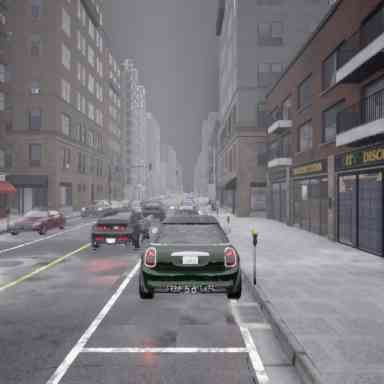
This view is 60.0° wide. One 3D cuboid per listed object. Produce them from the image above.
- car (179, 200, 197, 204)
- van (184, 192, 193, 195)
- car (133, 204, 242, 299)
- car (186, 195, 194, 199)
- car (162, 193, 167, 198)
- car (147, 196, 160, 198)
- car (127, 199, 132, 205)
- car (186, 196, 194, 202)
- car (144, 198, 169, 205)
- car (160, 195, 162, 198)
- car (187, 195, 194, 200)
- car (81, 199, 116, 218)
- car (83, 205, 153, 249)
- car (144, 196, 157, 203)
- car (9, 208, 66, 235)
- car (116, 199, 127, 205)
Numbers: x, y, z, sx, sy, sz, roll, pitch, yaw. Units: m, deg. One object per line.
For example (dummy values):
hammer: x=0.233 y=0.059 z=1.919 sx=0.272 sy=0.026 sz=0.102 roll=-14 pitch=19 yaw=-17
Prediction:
car: x=-0.383 y=1.551 z=24.063 sx=2.008 sy=1.369 sz=4.403 roll=0 pitch=0 yaw=0
van: x=-0.383 y=1.339 z=67.702 sx=1.690 sy=1.788 sz=3.998 roll=0 pitch=0 yaw=0
car: x=-0.033 y=1.352 z=8.620 sx=2.097 sy=1.767 sz=4.553 roll=0 pitch=0 yaw=0
car: x=-0.383 y=1.440 z=35.101 sx=1.967 sy=1.590 sz=4.097 roll=0 pitch=0 yaw=0
car: x=-8.408 y=1.518 z=90.251 sx=1.752 sy=1.417 sz=4.829 roll=0 pitch=0 yaw=0
car: x=-5.770 y=1.270 z=44.356 sx=1.994 sy=1.385 sz=4.181 roll=0 pitch=0 yaw=0
car: x=-8.408 y=1.551 z=40.611 sx=2.008 sy=1.369 sz=4.403 roll=0 pitch=0 yaw=0
car: x=-0.383 y=1.579 z=79.064 sx=1.802 sy=1.307 sz=4.206 roll=0 pitch=0 yaw=0
car: x=-3.019 y=1.505 z=26.652 sx=1.837 sy=1.490 sz=4.892 roll=0 pitch=0 yaw=0
car: x=-8.408 y=1.542 z=73.374 sx=1.887 sy=1.381 sz=4.507 roll=0 pitch=0 yaw=0
car: x=-0.383 y=1.575 z=90.427 sx=1.802 sy=1.307 sz=4.206 roll=0 pitch=0 yaw=0
car: x=-8.408 y=1.440 z=29.575 sx=1.967 sy=1.590 sz=4.097 roll=0 pitch=0 yaw=0
car: x=-2.923 y=1.504 z=14.396 sx=1.837 sy=1.490 sz=4.892 roll=0 pitch=0 yaw=0
car: x=-8.408 y=1.549 z=67.693 sx=2.008 sy=1.369 sz=4.403 roll=0 pitch=0 yaw=0
car: x=-8.408 y=1.582 z=18.538 sx=1.802 sy=1.307 sz=4.206 roll=0 pitch=0 yaw=0
car: x=-8.408 y=1.525 z=34.923 sx=1.752 sy=1.417 sz=4.829 roll=0 pitch=0 yaw=0
